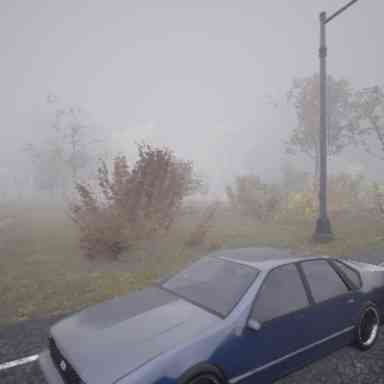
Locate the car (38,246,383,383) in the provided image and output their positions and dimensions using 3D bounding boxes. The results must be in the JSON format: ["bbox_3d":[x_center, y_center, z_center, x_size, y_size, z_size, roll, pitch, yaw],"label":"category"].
[{"bbox_3d":[0.892,1.536,4.628,5.357,1.411,2.033,0,0,-36],"label":"car"}]
